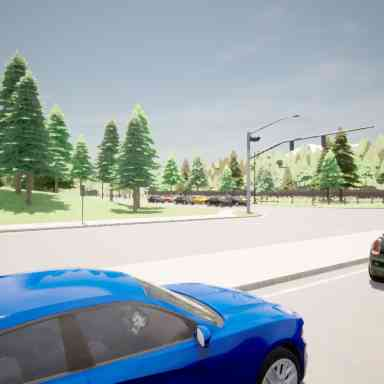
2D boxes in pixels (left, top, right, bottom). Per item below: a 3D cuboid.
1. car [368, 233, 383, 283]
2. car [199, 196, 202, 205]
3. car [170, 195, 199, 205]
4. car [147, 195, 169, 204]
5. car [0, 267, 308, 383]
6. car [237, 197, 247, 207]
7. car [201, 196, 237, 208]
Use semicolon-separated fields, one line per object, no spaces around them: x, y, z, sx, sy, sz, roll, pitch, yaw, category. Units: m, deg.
6.500;1.352;8.408;4.553;1.767;2.097;0;0;-35;car
1.162;1.478;60.137;1.882;1.535;5.008;0;0;-35;car
-1.361;1.505;57.624;1.837;1.490;4.892;0;0;-35;car
-7.185;1.505;66.047;1.837;1.490;4.892;0;0;-35;car
-0.996;1.478;3.037;5.008;1.535;1.882;0;0;-35;car
6.634;1.478;52.280;1.882;1.535;5.008;0;0;-35;car
4.014;1.478;49.916;1.882;1.535;5.008;0;0;-35;car
